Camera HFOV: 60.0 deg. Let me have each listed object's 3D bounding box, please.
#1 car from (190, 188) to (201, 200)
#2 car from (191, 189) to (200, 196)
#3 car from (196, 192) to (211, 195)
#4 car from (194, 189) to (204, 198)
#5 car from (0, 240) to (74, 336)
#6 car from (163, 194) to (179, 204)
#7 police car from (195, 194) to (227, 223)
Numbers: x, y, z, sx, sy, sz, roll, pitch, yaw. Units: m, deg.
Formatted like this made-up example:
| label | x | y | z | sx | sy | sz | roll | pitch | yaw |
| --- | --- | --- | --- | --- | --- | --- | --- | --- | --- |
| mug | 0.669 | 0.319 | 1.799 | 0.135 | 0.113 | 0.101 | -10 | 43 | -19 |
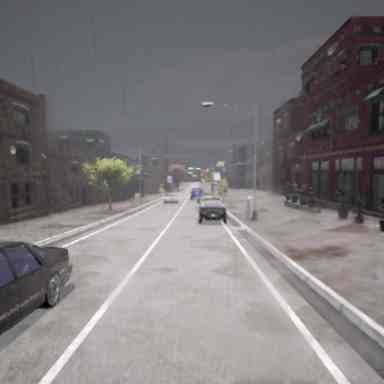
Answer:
| label | x | y | z | sx | sy | sz | roll | pitch | yaw |
| --- | --- | --- | --- | --- | --- | --- | --- | --- | --- |
| car | 0.823 | 0.297 | 57.246 | 2.150 | 2.045 | 5.566 | 0 | 1 | 1 |
| car | 0.740 | 0.058 | 74.159 | 1.812 | 1.442 | 4.674 | 0 | 1 | 1 |
| car | 1.528 | 1.092 | 33.675 | 1.801 | 1.575 | 5.366 | 0 | 1 | 1 |
| car | 1.614 | 0.865 | 39.455 | 2.097 | 1.767 | 4.553 | 0 | 1 | 1 |
| car | -3.547 | 1.519 | 5.066 | 2.033 | 1.411 | 5.357 | 0 | 0 | 1 |
| car | -2.921 | 0.946 | 46.031 | 1.895 | 1.301 | 4.718 | 0 | 1 | 1 |
| police car | 1.377 | 1.232 | 23.593 | 1.930 | 1.638 | 5.238 | 0 | 1 | 1 |
